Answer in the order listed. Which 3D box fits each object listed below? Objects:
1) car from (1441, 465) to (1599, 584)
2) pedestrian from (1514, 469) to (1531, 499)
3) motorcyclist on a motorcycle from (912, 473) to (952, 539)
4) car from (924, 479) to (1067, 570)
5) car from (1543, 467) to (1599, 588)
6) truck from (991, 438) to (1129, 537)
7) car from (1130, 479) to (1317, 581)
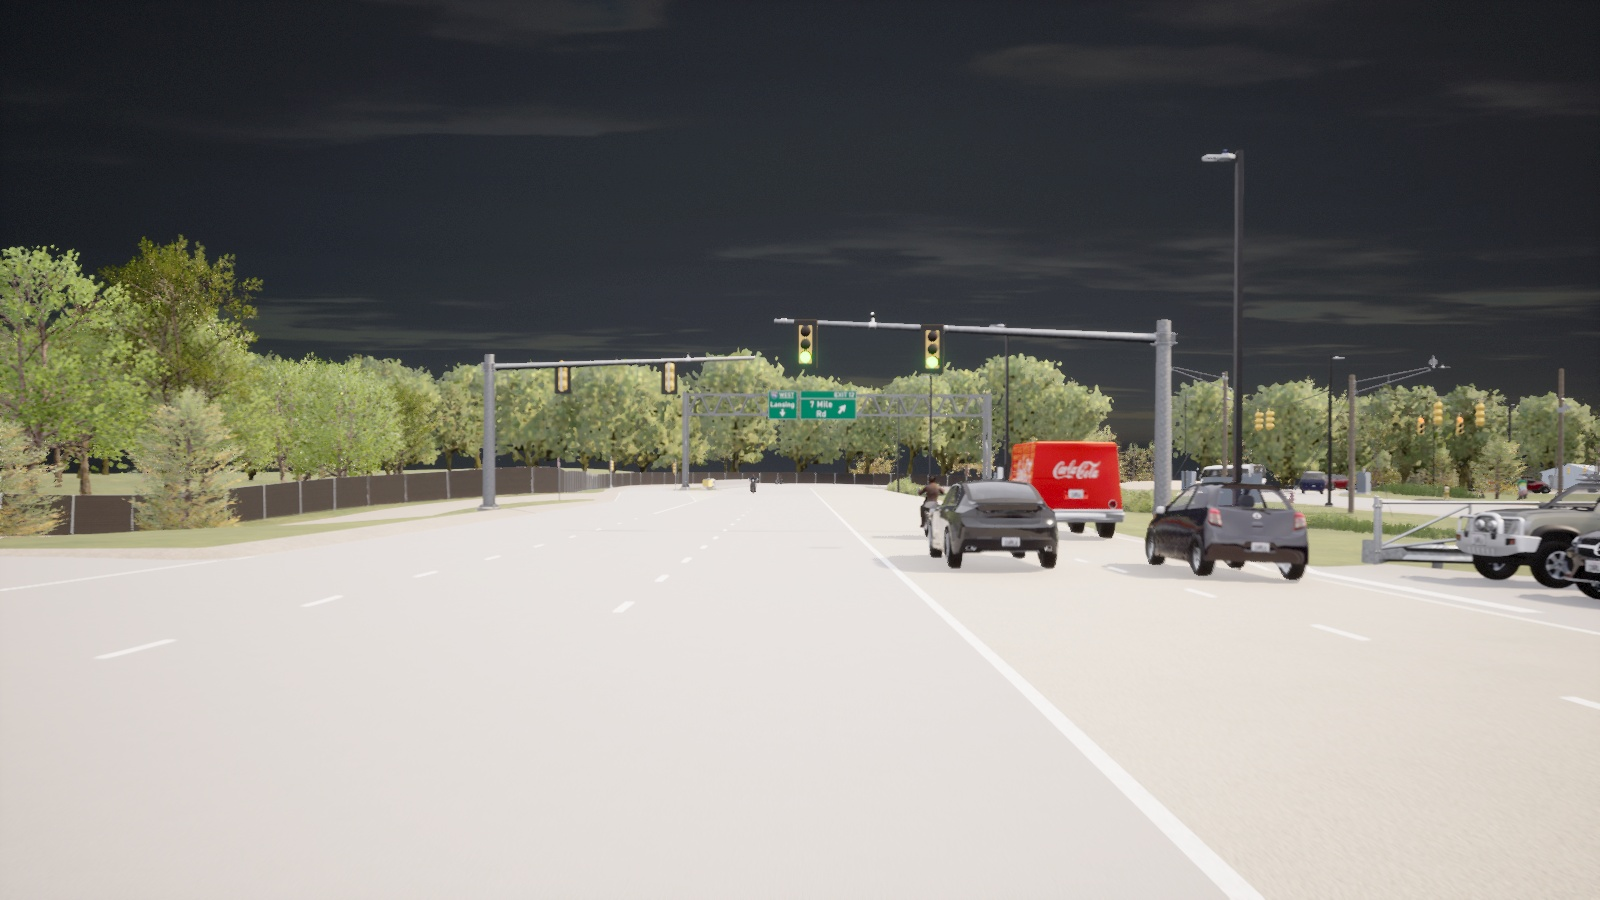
[{"bbox_3d":[13.461,1.239,20.888,4.605,1.855,1.932,1,-1,-1],"label":"car"},{"bbox_3d":[47.070,2.208,81.812,0.659,1.952,0.873,0,0,7],"label":"pedestrian"},{"bbox_3d":[3.421,1.443,32.723,0.766,1.649,2.350,0,-1,0],"label":"motorcyclist on a motorcycle"},{"bbox_3d":[3.443,1.280,22.992,1.837,1.490,4.892,0,-1,0],"label":"car"},{"bbox_3d":[13.429,1.125,17.379,5.027,1.651,2.152,1,-1,-1],"label":"car"},{"bbox_3d":[6.916,1.010,34.057,2.627,2.467,5.204,0,-2,0],"label":"truck"},{"bbox_3d":[6.969,1.263,21.049,1.845,1.501,3.633,2,-1,0],"label":"car"}]
